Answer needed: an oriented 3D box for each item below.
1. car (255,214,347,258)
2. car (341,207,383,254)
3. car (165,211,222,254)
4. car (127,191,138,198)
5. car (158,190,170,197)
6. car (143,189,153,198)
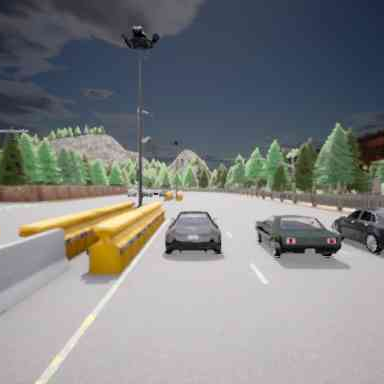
[{"bbox_3d":[3.558,1.455,12.128,1.895,1.301,4.718,0,1,1],"label":"car"},{"bbox_3d":[7.069,1.352,12.746,1.837,1.490,4.892,0,1,1],"label":"car"},{"bbox_3d":[0.070,1.409,12.835,1.994,1.385,4.181,0,1,1],"label":"car"},{"bbox_3d":[-13.652,0.499,76.432,2.128,1.511,4.902,0,1,0],"label":"car"},{"bbox_3d":[-6.653,0.476,76.271,1.837,1.490,4.892,0,1,0],"label":"car"},{"bbox_3d":[-10.153,0.516,76.289,2.033,1.411,5.357,0,1,0],"label":"car"}]
